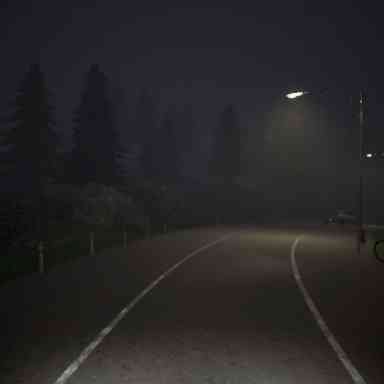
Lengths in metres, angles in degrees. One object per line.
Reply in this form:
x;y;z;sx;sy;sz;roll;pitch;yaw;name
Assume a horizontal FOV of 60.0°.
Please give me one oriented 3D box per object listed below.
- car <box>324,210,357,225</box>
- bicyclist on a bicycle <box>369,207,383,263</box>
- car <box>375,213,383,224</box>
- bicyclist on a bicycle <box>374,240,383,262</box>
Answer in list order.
15.310;2.636;34.306;4.674;1.442;1.812;5;-3;-43;car
6.340;1.375;9.843;1.656;1.620;0.582;8;0;15;bicyclist on a bicycle
25.092;3.450;41.859;4.902;1.511;2.128;5;-1;-30;car
6.266;1.402;9.533;1.656;1.620;0.582;7;7;16;bicyclist on a bicycle
